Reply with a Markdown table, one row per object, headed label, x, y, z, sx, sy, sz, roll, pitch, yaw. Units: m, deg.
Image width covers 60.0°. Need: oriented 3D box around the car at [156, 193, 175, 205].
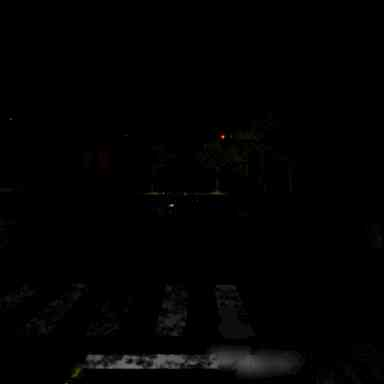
| label | x | y | z | sx | sy | sz | roll | pitch | yaw |
| --- | --- | --- | --- | --- | --- | --- | --- | --- | --- |
| car | -3.105 | 0.861 | 39.538 | 1.994 | 1.385 | 4.181 | 0 | 2 | 0 |
